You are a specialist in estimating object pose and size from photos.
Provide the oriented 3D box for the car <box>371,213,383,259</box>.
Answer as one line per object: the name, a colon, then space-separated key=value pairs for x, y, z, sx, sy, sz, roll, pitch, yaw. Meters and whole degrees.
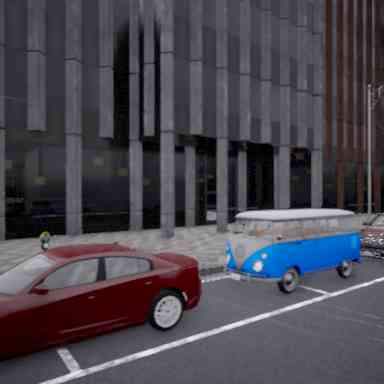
car: x=7.265 y=1.449 z=11.827 sx=4.097 sy=1.590 sz=1.967 roll=0 pitch=0 yaw=-35

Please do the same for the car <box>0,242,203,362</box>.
car: x=-1.916 y=1.546 z=5.284 sx=4.507 sy=1.381 sz=1.887 roll=0 pitch=0 yaw=-35

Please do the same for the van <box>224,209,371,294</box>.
van: x=2.674 y=1.346 z=8.556 sx=3.998 sy=1.788 sz=1.690 roll=0 pitch=0 yaw=-35
